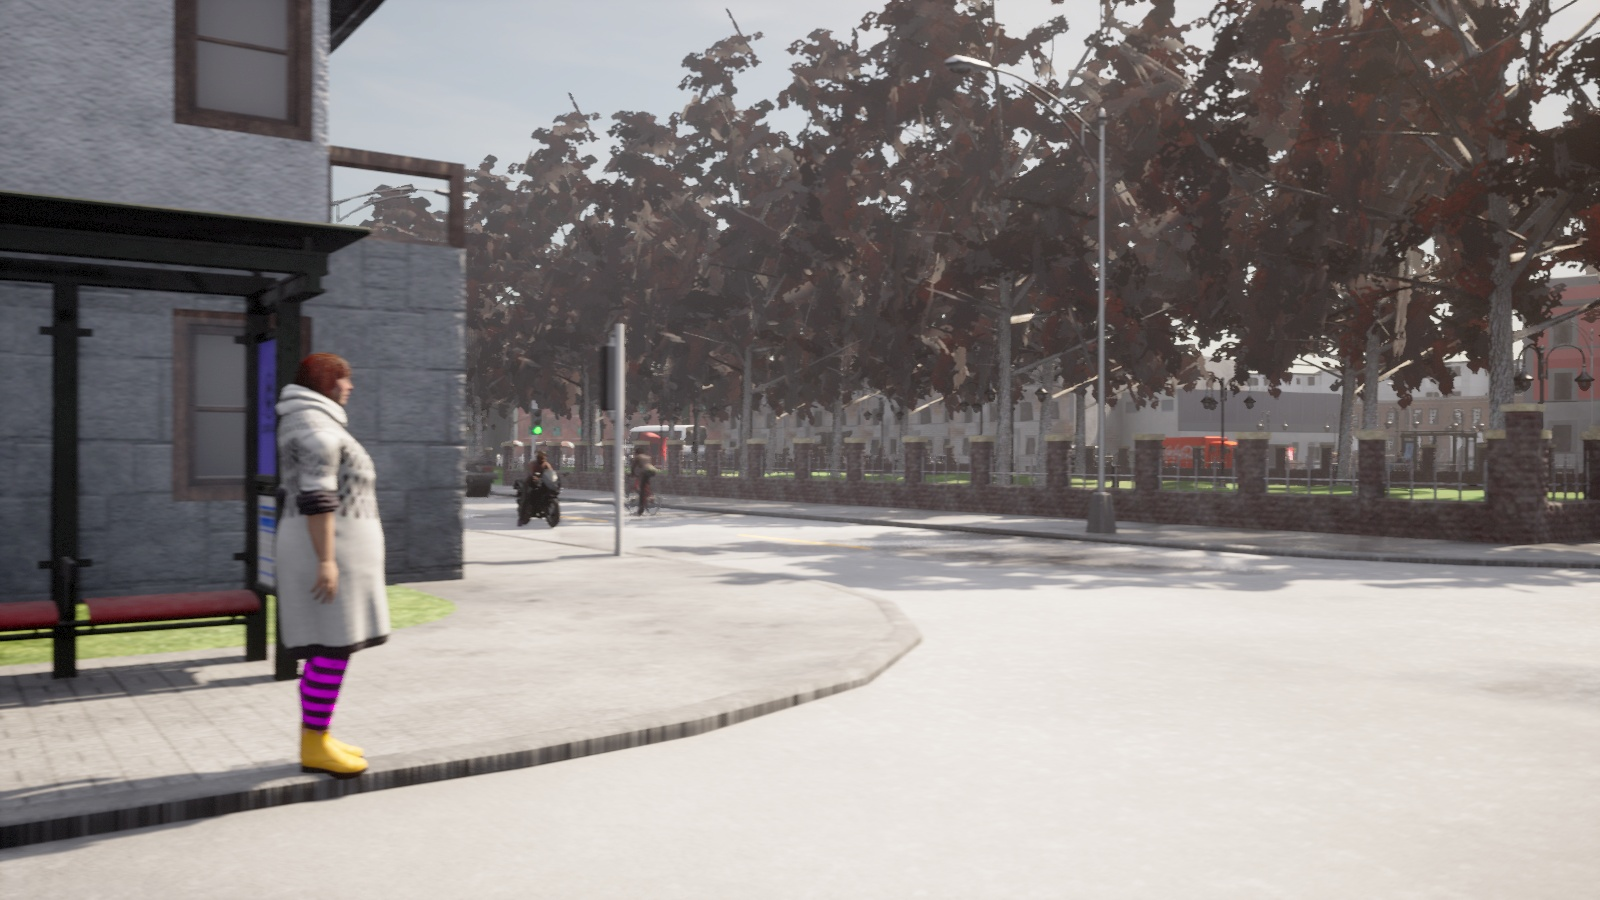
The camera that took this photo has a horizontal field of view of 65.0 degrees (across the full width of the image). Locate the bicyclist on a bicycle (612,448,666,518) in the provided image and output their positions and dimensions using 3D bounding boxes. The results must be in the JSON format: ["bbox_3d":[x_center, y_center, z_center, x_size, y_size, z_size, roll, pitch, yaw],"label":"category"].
[{"bbox_3d":[-3.871,0.781,30.114,0.582,1.620,1.656,0,-1,-35],"label":"bicyclist on a bicycle"}]

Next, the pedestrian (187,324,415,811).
[{"bbox_3d":[-2.163,0.473,5.498,0.873,1.952,0.659,0,0,-20],"label":"pedestrian"}]

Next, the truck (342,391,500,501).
[{"bbox_3d":[-13.268,-0.101,43.465,2.891,3.462,7.936,0,0,-35],"label":"truck"}]

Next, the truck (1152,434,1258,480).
[{"bbox_3d":[22.840,0.390,70.986,2.627,2.467,5.204,0,0,-35],"label":"truck"}]

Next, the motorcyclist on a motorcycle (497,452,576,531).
[{"bbox_3d":[-5.297,0.801,25.141,0.797,1.523,2.044,0,0,-35],"label":"motorcyclist on a motorcycle"}]

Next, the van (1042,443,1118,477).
[{"bbox_3d":[17.499,0.630,78.651,2.069,2.038,4.480,0,0,-35],"label":"van"}]
